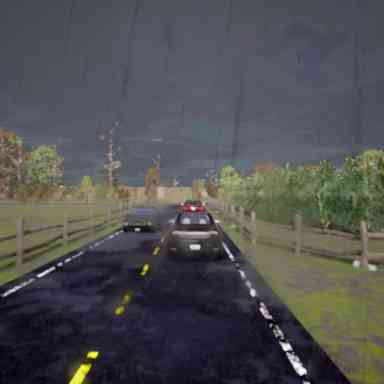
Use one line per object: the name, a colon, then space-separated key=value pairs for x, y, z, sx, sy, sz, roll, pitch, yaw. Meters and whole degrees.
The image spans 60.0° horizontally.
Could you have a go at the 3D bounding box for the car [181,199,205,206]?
car: x=0.105 y=1.405 z=29.430 sx=2.097 sy=1.767 sz=4.553 roll=0 pitch=0 yaw=0

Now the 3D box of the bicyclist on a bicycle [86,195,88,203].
bicyclist on a bicycle: x=-22.403 y=1.564 z=70.855 sx=0.582 sy=1.620 sz=1.656 roll=0 pitch=0 yaw=1

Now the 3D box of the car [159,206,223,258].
car: x=0.101 y=1.516 z=12.807 sx=2.128 sy=1.511 sz=4.902 roll=0 pitch=0 yaw=0

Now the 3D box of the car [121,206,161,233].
car: x=-2.848 y=1.586 z=20.121 sx=2.033 sy=1.411 sz=5.357 roll=0 pitch=0 yaw=0
